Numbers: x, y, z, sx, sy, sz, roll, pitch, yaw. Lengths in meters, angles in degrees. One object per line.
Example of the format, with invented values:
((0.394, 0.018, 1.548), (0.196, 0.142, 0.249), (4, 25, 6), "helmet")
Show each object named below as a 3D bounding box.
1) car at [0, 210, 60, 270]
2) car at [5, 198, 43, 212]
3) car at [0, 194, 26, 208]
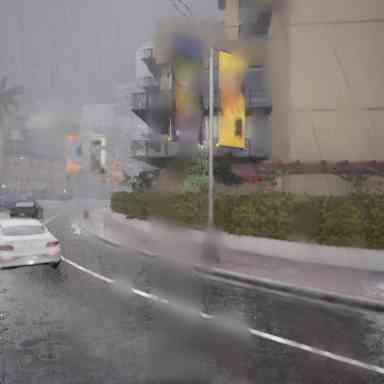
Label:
((-5.473, 1.528, 10.338), (1.812, 1.442, 4.674), (0, 0, -36), "car")
((-13.056, 1.487, 26.441), (1.882, 1.535, 5.008), (0, 0, -18), "car")
((-22.956, 1.222, 42.040), (2.150, 2.045, 5.566), (0, 0, -2), "car")
